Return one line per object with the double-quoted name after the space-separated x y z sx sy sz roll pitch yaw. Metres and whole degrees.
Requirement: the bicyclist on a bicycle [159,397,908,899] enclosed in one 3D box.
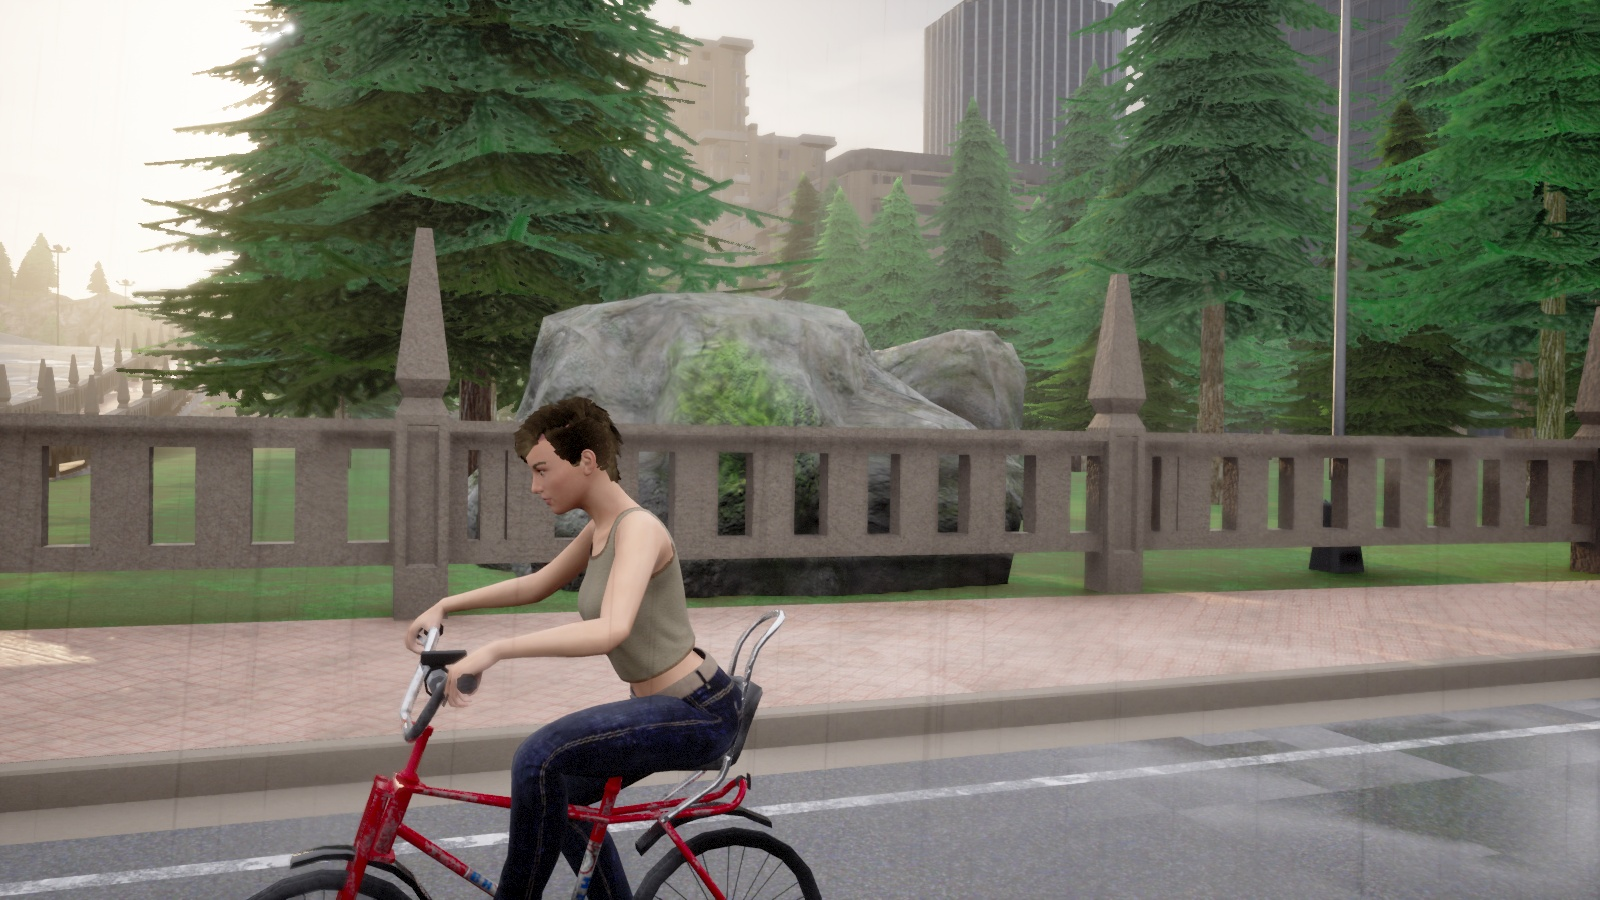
-0.616 0.692 2.999 1.509 1.612 0.866 -1 1 -20 "bicyclist on a bicycle"
